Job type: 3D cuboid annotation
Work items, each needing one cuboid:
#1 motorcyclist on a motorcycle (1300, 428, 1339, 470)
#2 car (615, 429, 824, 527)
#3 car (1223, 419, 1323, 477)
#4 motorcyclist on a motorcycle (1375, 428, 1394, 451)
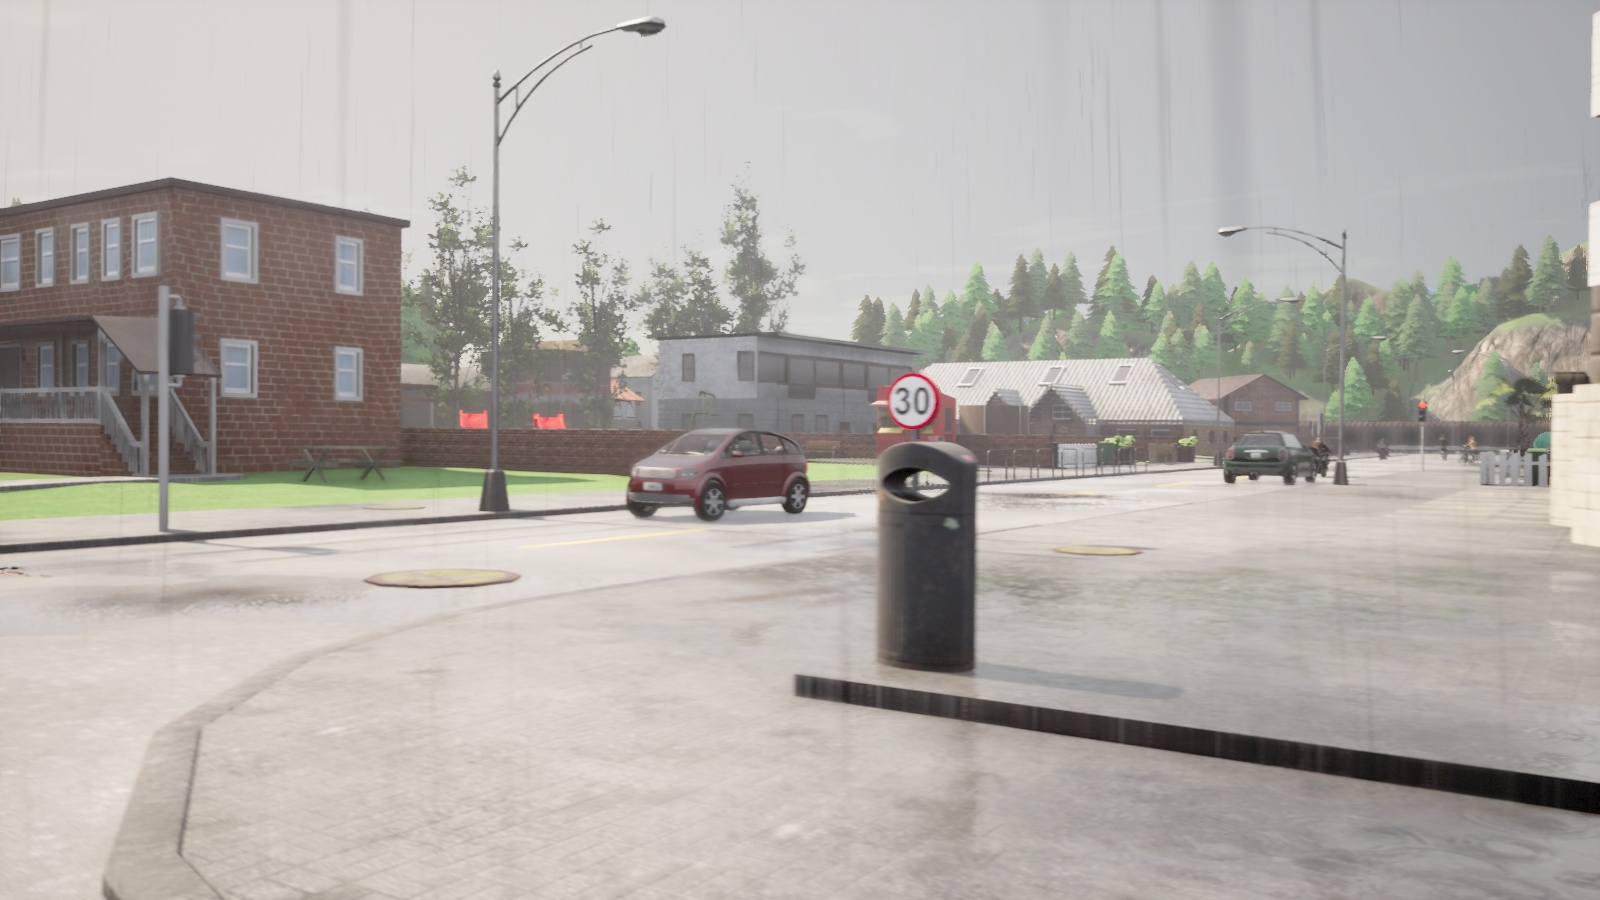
[{"bbox_3d":[19.506,-0.046,47.097,0.866,1.530,2.191,0,1,36],"label":"motorcyclist on a motorcycle"},{"bbox_3d":[-1.325,0.423,22.099,1.789,1.549,3.705,0,1,33],"label":"car"},{"bbox_3d":[15.337,-0.097,40.575,2.097,1.767,4.553,0,1,33],"label":"car"},{"bbox_3d":[39.118,-0.721,84.007,0.866,1.530,2.191,0,1,33],"label":"motorcyclist on a motorcycle"}]
